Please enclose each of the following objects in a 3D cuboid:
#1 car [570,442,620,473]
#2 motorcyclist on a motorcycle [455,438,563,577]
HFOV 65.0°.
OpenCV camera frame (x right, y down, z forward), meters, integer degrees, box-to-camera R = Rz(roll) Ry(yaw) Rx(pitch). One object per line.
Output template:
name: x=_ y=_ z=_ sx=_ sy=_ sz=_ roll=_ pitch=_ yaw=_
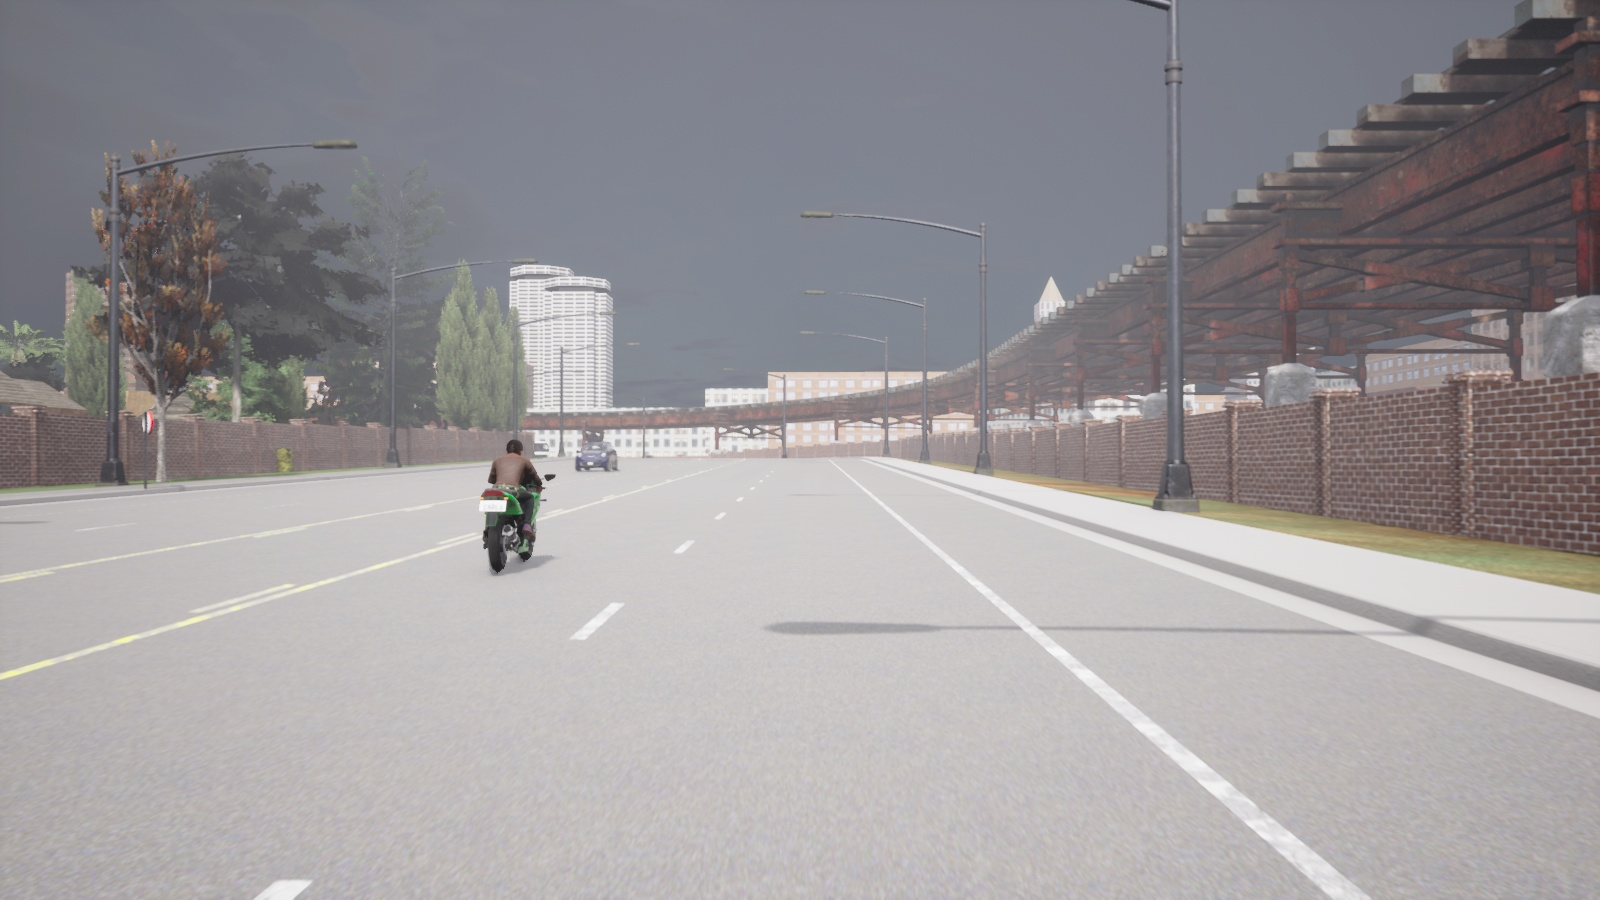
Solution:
car: x=-10.120 y=0.338 z=62.193 sx=1.845 sy=1.501 sz=3.633 roll=0 pitch=0 yaw=0
motorcyclist on a motorcycle: x=-3.397 y=0.628 z=14.866 sx=0.797 sy=1.523 sz=2.044 roll=0 pitch=0 yaw=0
